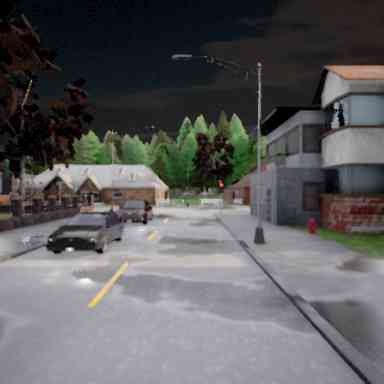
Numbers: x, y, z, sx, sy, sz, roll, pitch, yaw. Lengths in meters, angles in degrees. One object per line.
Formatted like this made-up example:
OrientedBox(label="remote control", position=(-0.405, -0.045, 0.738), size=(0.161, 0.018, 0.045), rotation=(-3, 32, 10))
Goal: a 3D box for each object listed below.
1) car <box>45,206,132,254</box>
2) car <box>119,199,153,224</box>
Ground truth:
OrientedBox(label="car", position=(-4.072, 1.524, 13.731), size=(2.033, 1.411, 5.357), rotation=(0, 0, 0))
OrientedBox(label="car", position=(-4.047, 1.310, 23.880), size=(2.097, 1.767, 4.553), rotation=(0, 0, 1))
